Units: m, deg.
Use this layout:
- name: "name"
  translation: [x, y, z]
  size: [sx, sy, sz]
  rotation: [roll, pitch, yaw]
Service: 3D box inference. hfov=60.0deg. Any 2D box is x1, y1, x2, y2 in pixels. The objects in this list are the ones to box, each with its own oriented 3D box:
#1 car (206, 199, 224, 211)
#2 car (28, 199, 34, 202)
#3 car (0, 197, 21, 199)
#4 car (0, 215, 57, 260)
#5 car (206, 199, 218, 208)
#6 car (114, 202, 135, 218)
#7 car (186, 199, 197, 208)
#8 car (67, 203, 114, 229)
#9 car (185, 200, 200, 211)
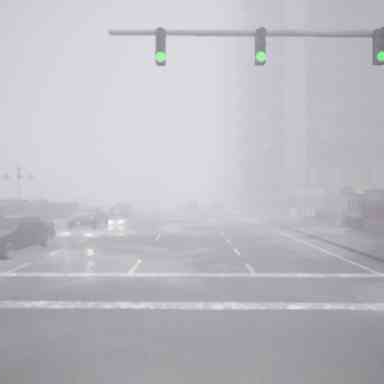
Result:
- name: "car"
  translation: [3.476, 1.967, 47.685]
  size: [2.033, 1.411, 5.357]
  rotation: [0, -1, 0]
- name: "car"
  translation: [-28.821, 1.958, 56.787]
  size: [3.806, 1.475, 1.970]
  rotation: [0, -1, 0]
- name: "car"
  translation: [-28.808, 1.662, 51.211]
  size: [4.605, 1.855, 1.932]
  rotation: [0, -1, 0]
- name: "car"
  translation: [-7.105, 1.627, 12.979]
  size: [2.033, 1.411, 5.357]
  rotation: [0, -1, 0]
- name: "car"
  translation: [3.471, 1.998, 57.979]
  size: [1.882, 1.535, 5.008]
  rotation: [0, -1, 0]
- name: "car"
  translation: [-7.038, 1.774, 33.654]
  size: [2.128, 1.511, 4.902]
  rotation: [0, -1, 0]
- name: "car"
  translation: [-0.029, 2.047, 58.023]
  size: [1.812, 1.442, 4.674]
  rotation: [0, -1, 0]
- name: "car"
  translation: [-7.101, 1.706, 23.224]
  size: [1.812, 1.442, 4.674]
  rotation: [0, -1, 0]
- name: "car"
  translation: [0.074, 1.899, 47.911]
  size: [1.882, 1.535, 5.008]
  rotation: [0, 0, 0]
